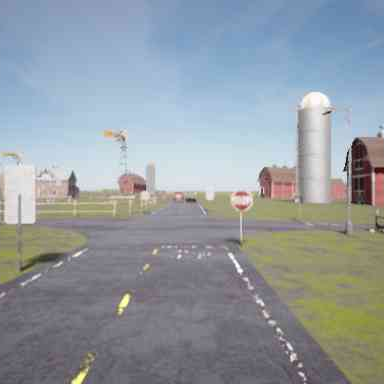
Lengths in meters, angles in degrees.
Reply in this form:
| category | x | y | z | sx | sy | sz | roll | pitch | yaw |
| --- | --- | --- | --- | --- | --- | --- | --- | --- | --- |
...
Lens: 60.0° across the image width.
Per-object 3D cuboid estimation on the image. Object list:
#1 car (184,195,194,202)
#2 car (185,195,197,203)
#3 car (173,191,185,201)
| category | x | y | z | sx | sy | sz | roll | pitch | yaw |
| --- | --- | --- | --- | --- | --- | --- | --- | --- | --- |
| car | -0.728 | 1.456 | 80.261 | 1.882 | 1.535 | 5.008 | 0 | 0 | -6 |
| car | -0.062 | 1.485 | 70.151 | 1.882 | 1.535 | 5.008 | 0 | 0 | -2 |
| car | -3.000 | 0.842 | 74.221 | 2.150 | 2.045 | 5.566 | 0 | 0 | -2 |
